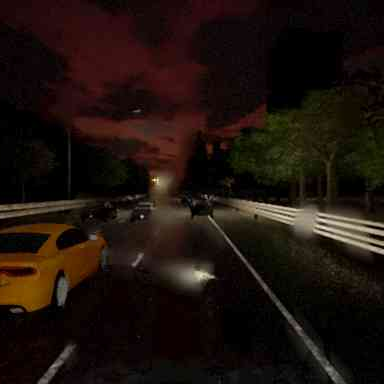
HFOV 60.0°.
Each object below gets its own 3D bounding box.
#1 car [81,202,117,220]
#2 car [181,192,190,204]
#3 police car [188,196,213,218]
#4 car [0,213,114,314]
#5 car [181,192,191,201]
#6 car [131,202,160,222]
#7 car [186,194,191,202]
[{"bbox_3d":[-7.070,1.492,25.620,2.128,1.511,4.902,0,0,-1],"label":"car"},{"bbox_3d":[-0.918,1.312,63.208,2.097,1.767,4.553,0,0,-2],"label":"car"},{"bbox_3d":[0.832,1.422,29.903,1.930,1.638,5.238,0,0,-1],"label":"police car"},{"bbox_3d":[-3.424,1.478,7.758,1.882,1.535,5.008,0,0,0],"label":"car"},{"bbox_3d":[-1.495,0.997,80.634,2.150,2.045,5.566,0,0,-2],"label":"car"},{"bbox_3d":[-3.574,1.525,25.955,1.812,1.442,4.674,0,0,-1],"label":"car"},{"bbox_3d":[0.548,1.463,45.862,1.882,1.535,5.008,0,0,-1],"label":"car"}]
